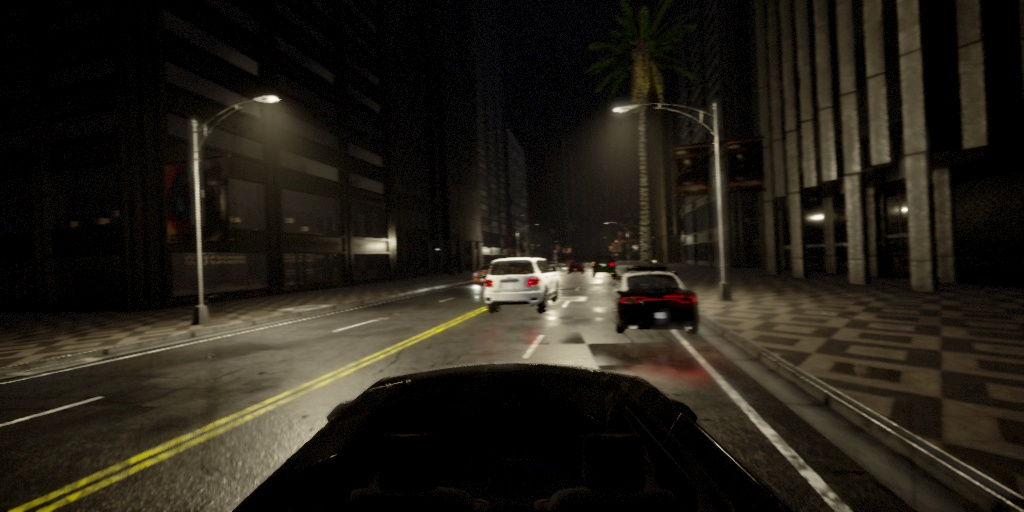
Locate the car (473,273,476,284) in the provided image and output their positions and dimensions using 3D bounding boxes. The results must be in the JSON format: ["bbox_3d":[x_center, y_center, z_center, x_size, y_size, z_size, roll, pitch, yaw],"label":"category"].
[{"bbox_3d":[-1.887,1.505,32.346,2.097,1.767,4.553,-3,-1,14],"label":"car"}]

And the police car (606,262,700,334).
[{"bbox_3d":[3.887,1.100,10.403,1.930,1.638,5.238,-3,-1,14],"label":"police car"}]

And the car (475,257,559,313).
[{"bbox_3d":[0.575,1.083,14.818,2.150,2.045,5.566,-3,-1,14],"label":"car"}]

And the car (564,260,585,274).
[{"bbox_3d":[7.828,1.392,43.456,1.812,1.442,4.674,-3,-1,14],"label":"car"}]

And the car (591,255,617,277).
[{"bbox_3d":[8.901,0.945,34.716,2.150,2.045,5.566,-3,-1,15],"label":"car"}]
